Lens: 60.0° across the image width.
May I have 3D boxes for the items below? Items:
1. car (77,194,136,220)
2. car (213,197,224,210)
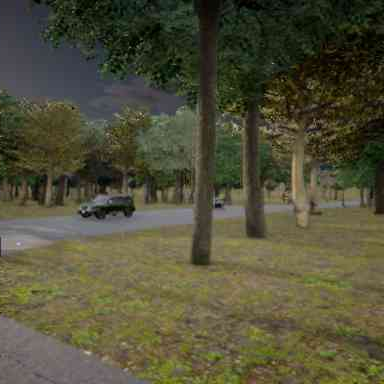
[{"bbox_3d":[-7.416,1.253,29.569,2.150,2.045,5.566,3,2,32],"label":"car"},{"bbox_3d":[2.631,1.525,45.619,2.097,1.767,4.553,3,1,32],"label":"car"}]
